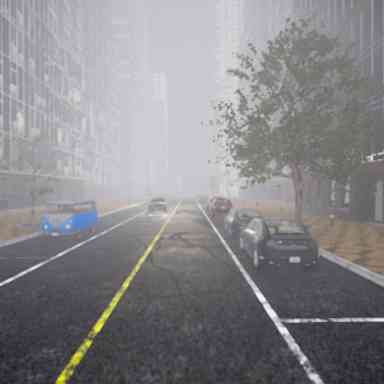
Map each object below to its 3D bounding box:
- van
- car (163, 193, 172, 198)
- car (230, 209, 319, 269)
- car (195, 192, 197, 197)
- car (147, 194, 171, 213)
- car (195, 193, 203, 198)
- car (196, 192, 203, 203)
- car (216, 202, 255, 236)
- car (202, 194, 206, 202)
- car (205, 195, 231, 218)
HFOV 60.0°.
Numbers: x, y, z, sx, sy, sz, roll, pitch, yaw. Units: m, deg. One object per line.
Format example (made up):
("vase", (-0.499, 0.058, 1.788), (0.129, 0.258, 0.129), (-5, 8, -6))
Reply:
("van", (-5.851, 1.259, 16.235), (1.690, 1.788, 3.998), (0, 0, -1))
("car", (-6.599, 0.878, 90.236), (1.947, 1.339, 4.313), (0, 1, -1))
("car", (2.588, 1.468, 10.625), (2.008, 1.369, 4.403), (0, 0, -1))
("car", (1.954, 0.989, 73.237), (1.947, 1.339, 4.313), (0, 1, -1))
("car", (-3.332, 1.283, 33.164), (1.837, 1.490, 4.892), (0, 0, -1))
("car", (1.839, 0.888, 84.620), (1.947, 1.339, 4.313), (0, 1, -1))
("car", (2.127, 1.114, 56.161), (1.887, 1.381, 4.507), (0, 0, -1))
("car", (2.530, 1.428, 16.317), (2.008, 1.369, 4.403), (0, 0, -1))
("car", (2.357, 1.189, 33.392), (1.967, 1.590, 4.097), (0, 0, -1))
("car", (2.415, 1.232, 27.700), (1.967, 1.590, 4.097), (0, 0, -1))
